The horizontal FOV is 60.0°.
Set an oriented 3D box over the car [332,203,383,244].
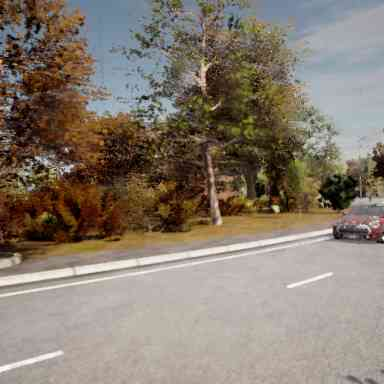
[{"bbox_3d":[8.646,1.379,16.189,4.553,1.767,2.097,0,-1,-44],"label":"car"}]
